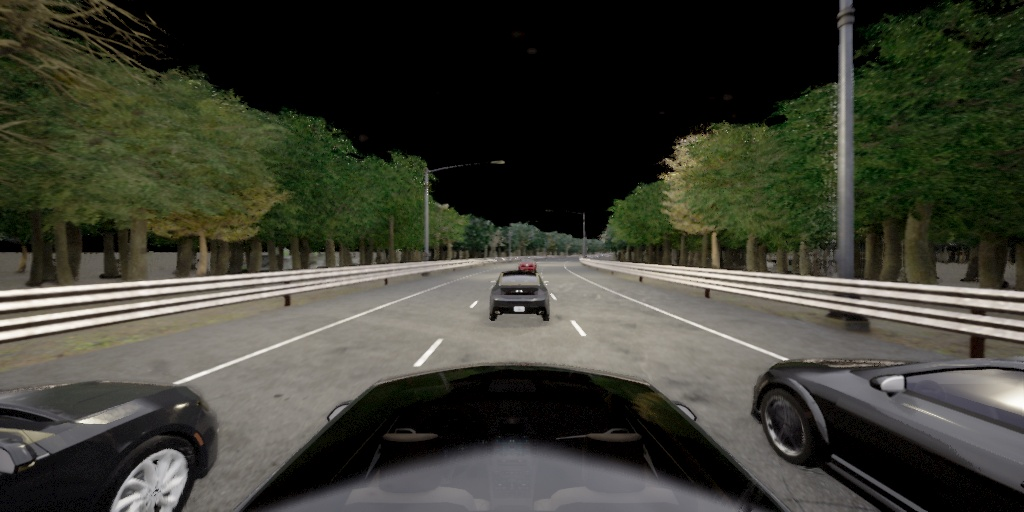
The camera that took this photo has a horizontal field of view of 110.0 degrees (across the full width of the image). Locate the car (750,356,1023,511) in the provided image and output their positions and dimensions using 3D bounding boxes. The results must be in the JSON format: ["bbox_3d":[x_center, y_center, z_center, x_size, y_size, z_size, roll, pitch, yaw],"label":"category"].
[{"bbox_3d":[3.631,1.317,2.242,1.994,1.385,4.181,0,0,0],"label":"car"}]

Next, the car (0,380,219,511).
[{"bbox_3d":[-3.375,1.252,0.999,1.837,1.490,4.892,0,0,0],"label":"car"}]

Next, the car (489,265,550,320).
[{"bbox_3d":[0.271,1.249,12.554,1.837,1.490,4.892,0,0,1],"label":"car"}]

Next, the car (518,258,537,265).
[{"bbox_3d":[1.883,1.028,42.460,2.097,1.767,4.553,0,0,5],"label":"car"}]
